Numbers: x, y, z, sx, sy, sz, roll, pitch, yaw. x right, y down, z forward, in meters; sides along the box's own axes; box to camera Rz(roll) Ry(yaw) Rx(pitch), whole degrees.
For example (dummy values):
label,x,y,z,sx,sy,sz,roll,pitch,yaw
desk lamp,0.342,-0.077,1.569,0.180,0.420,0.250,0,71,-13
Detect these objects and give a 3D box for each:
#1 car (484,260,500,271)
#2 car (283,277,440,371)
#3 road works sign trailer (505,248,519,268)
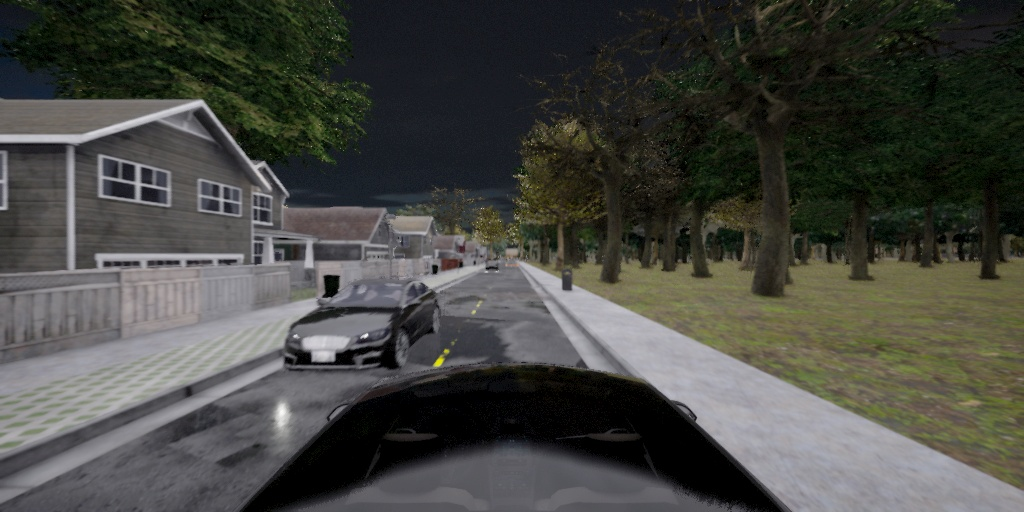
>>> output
label,x,y,z,sx,sy,sz,roll,pitch,yaw
car,-2.812,1.364,51.634,1.837,1.490,4.892,0,0,0
car,-2.850,1.253,7.866,2.128,1.511,4.902,0,0,0
road works sign trailer,0.003,0.358,64.372,2.380,3.560,2.880,0,0,0
